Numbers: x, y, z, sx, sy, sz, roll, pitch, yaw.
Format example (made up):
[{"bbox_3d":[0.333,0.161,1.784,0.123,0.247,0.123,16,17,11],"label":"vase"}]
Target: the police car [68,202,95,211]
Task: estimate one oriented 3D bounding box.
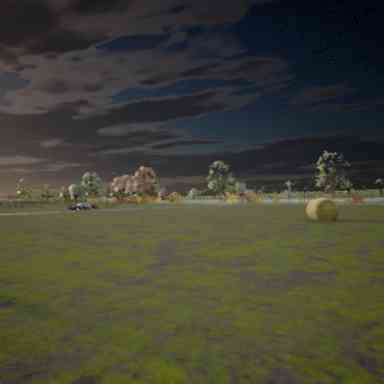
[{"bbox_3d":[-20.726,2.717,62.352,1.930,1.638,5.238,-2,-2,35],"label":"police car"}]
